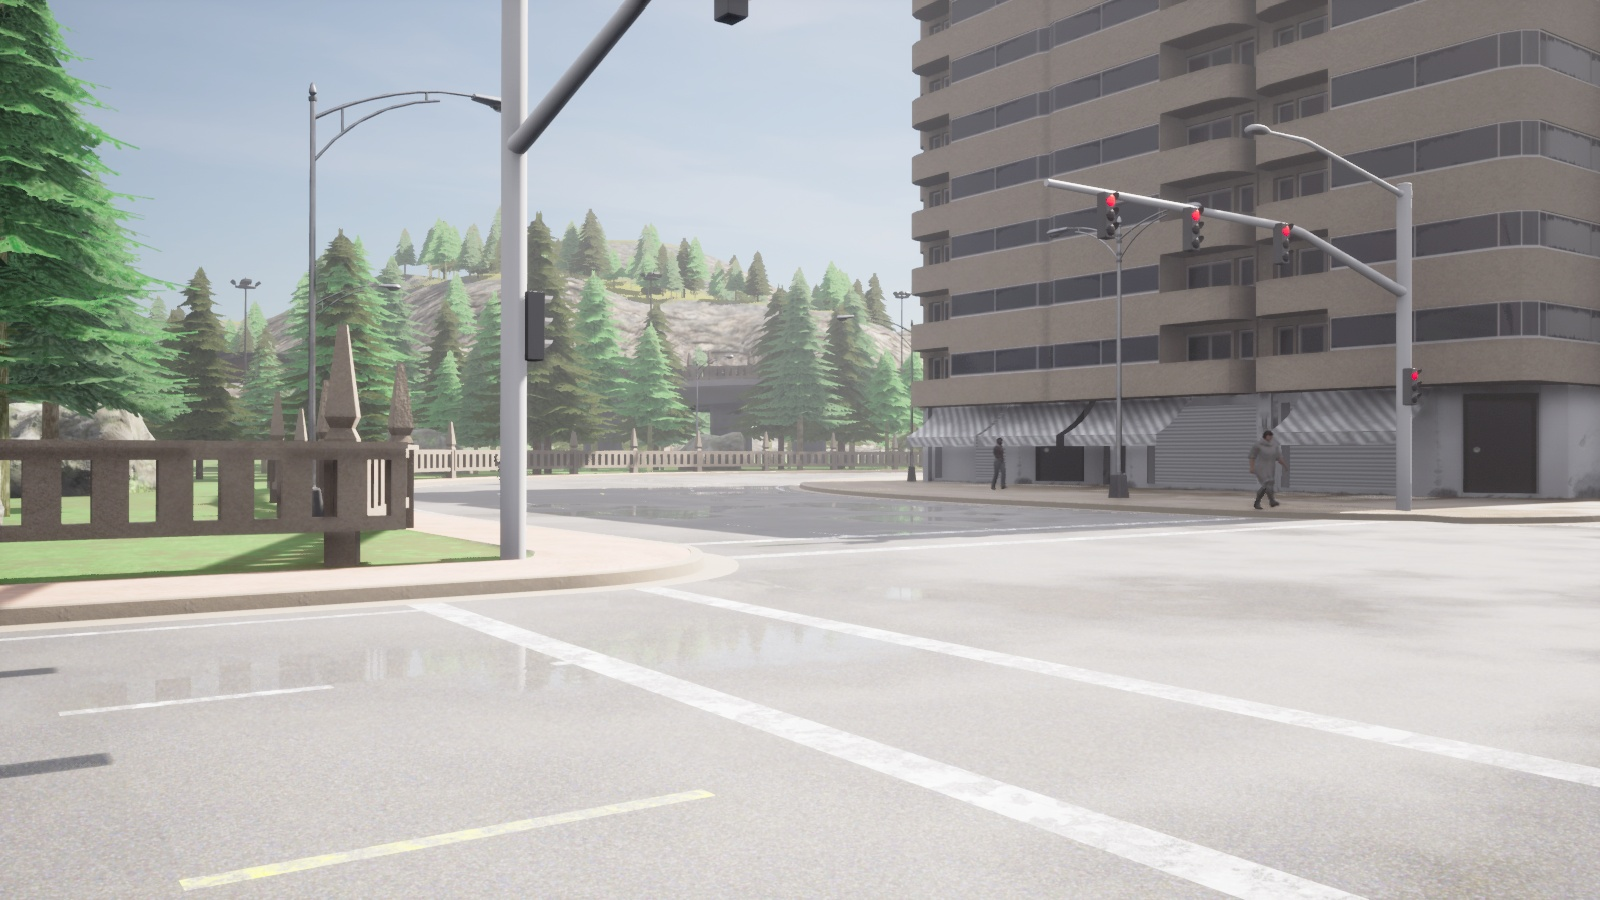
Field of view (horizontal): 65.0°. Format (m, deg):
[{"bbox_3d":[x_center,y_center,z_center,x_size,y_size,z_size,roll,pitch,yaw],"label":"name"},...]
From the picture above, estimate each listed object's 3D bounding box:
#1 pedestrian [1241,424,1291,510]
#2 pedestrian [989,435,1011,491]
[{"bbox_3d":[10.723,0.391,28.914,0.659,1.952,0.873,0,0,-18],"label":"pedestrian"},{"bbox_3d":[6.972,0.442,43.867,0.402,1.930,0.666,0,0,-35],"label":"pedestrian"}]
